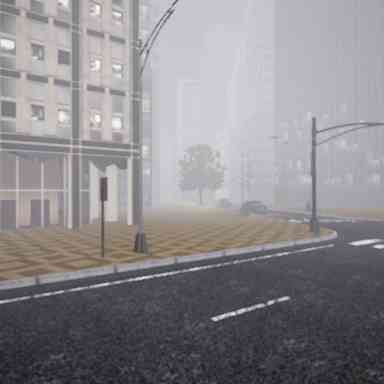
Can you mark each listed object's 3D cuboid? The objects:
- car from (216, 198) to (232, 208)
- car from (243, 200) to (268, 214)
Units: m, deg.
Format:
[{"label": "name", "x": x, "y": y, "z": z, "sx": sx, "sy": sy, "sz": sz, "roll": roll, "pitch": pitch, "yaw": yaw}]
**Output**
[{"label": "car", "x": 5.158, "y": 1.771, "z": 53.589, "sx": 1.837, "sy": 1.490, "sz": 4.892, "roll": 0, "pitch": 0, "yaw": -7}, {"label": "car", "x": 7.188, "y": 1.663, "z": 38.102, "sx": 1.837, "sy": 1.490, "sz": 4.892, "roll": 0, "pitch": 0, "yaw": -7}]
